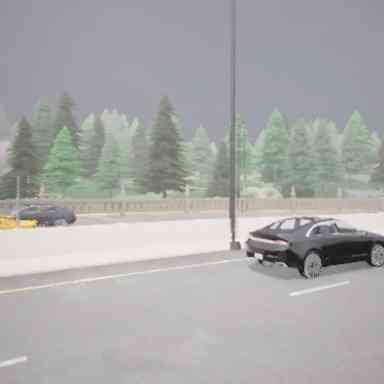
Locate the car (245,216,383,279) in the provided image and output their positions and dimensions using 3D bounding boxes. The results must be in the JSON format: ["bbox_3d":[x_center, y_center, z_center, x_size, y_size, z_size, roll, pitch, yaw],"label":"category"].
[{"bbox_3d":[3.868,1.500,10.020,4.902,1.511,2.128,0,0,-30],"label":"car"}]

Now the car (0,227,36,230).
[{"bbox_3d":[-7.873,1.419,11.103,5.008,1.535,1.882,0,0,-35],"label":"car"}]
